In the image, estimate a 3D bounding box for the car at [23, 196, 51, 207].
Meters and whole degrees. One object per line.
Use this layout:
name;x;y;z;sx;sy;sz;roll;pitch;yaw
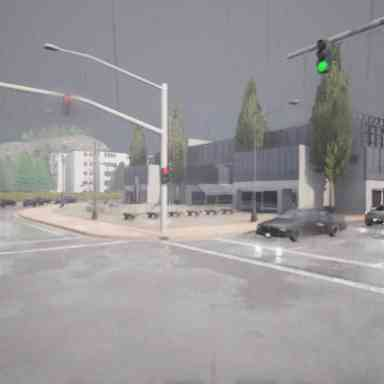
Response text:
car;-23.692;1.511;50.358;1.837;1.490;4.892;0;0;-1

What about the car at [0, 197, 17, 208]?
car;-27.126;1.495;48.049;2.128;1.511;4.902;0;0;-4

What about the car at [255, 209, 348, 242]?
car;5.591;1.556;16.578;5.357;1.411;2.033;0;0;-35

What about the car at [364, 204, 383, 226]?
car;13.371;1.519;22.126;4.892;1.490;1.837;0;0;-35

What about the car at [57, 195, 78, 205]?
car;-22.579;1.362;60.121;2.097;1.767;4.553;0;0;17

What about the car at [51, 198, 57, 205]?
car;-26.426;1.485;58.080;1.882;1.535;5.008;0;0;14

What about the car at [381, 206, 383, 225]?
car;11.764;1.516;16.683;4.892;1.490;1.837;0;0;-35
